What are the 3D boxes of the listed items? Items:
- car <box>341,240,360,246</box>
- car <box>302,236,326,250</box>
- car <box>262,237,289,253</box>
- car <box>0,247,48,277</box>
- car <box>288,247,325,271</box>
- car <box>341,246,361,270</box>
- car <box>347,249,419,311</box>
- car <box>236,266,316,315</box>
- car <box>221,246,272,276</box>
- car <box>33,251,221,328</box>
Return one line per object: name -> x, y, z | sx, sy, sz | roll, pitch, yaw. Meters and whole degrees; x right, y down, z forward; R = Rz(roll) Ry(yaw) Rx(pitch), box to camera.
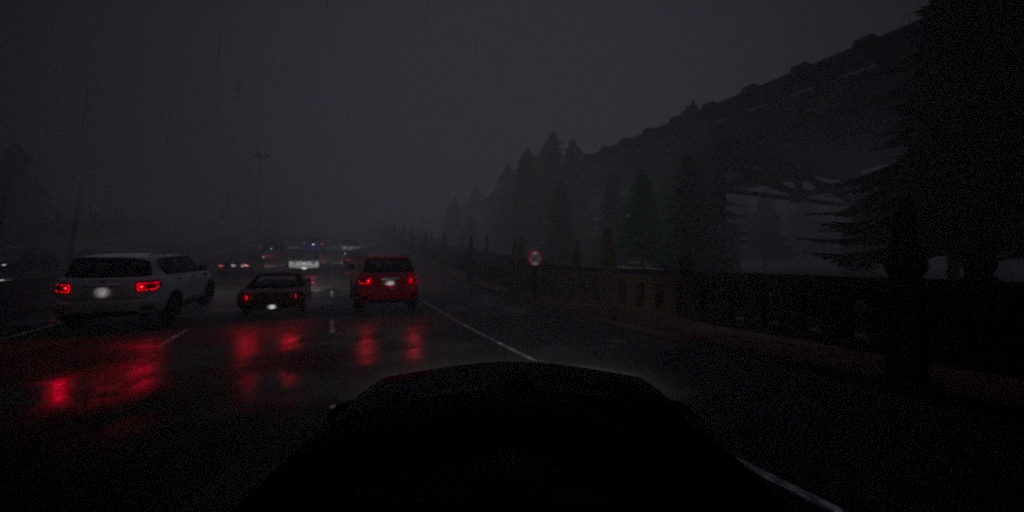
car -> -17.869, -1.111, 39.659 | 1.895, 1.301, 4.718 | 0, 7, -26
car -> -21.061, -1.389, 38.228 | 2.097, 1.767, 4.553 | 0, 7, -26
car -> -24.182, -1.239, 36.638 | 1.837, 1.490, 4.892 | 0, 7, -26
car -> -27.670, 0.252, 19.942 | 1.812, 1.442, 4.674 | 0, 5, -26
car -> -15.192, 0.337, 26.515 | 1.895, 1.301, 4.718 | 0, 5, -26
car -> -12.397, 0.238, 28.771 | 1.994, 1.385, 4.181 | 0, 6, -26
car -> -5.315, 0.914, 14.605 | 2.150, 2.045, 5.566 | 0, 2, -26
car -> -8.663, 1.264, 13.481 | 1.895, 1.301, 4.718 | 0, 2, -26
car -> -17.662, 0.410, 23.593 | 2.033, 1.411, 5.357 | 0, 5, -26
car -> -11.598, 0.892, 11.521 | 2.150, 2.045, 5.566 | 0, 2, -26
